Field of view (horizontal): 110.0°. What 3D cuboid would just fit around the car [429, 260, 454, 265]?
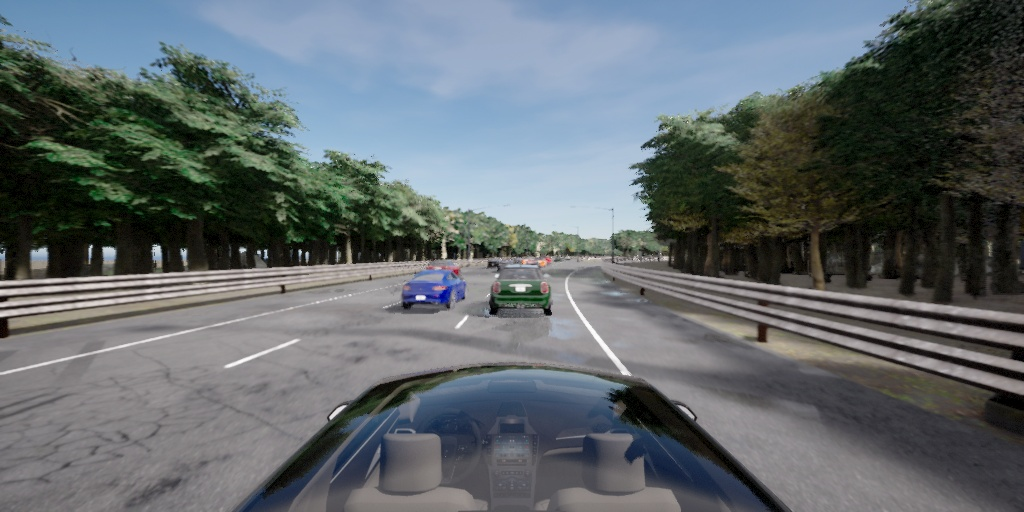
[{"bbox_3d":[-5.664,1.101,29.758,2.097,1.767,4.553,0,0,4],"label":"car"}]

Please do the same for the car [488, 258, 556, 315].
[{"bbox_3d":[0.367,1.104,13.849,2.097,1.767,4.553,0,0,2],"label":"car"}]

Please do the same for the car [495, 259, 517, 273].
[{"bbox_3d":[-0.661,1.231,45.709,2.128,1.511,4.902,0,0,7],"label":"car"}]

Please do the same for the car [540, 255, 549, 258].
[{"bbox_3d":[4.785,1.058,61.093,2.097,1.767,4.553,0,0,8],"label":"car"}]

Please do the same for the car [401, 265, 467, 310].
[{"bbox_3d":[-3.037,1.277,14.626,1.812,1.442,4.674,0,0,3],"label":"car"}]
